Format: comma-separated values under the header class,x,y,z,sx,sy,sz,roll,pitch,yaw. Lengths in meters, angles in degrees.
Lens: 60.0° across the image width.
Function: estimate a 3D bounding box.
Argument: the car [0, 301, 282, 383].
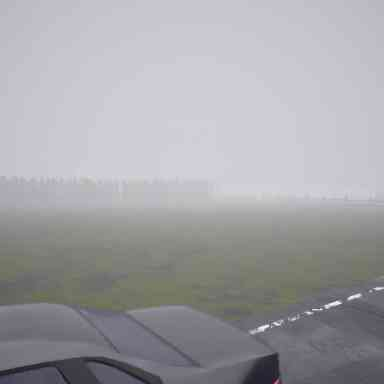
class,x,y,z,sx,sy,sz,roll,pitch,yaw
car,-1.714,1.547,1.848,5.357,1.411,2.033,0,0,-35
